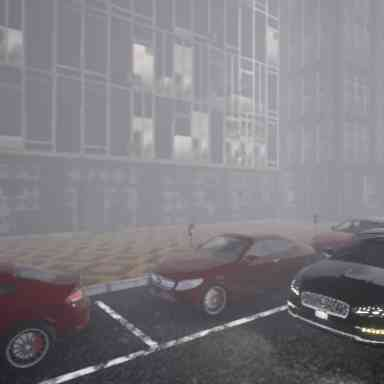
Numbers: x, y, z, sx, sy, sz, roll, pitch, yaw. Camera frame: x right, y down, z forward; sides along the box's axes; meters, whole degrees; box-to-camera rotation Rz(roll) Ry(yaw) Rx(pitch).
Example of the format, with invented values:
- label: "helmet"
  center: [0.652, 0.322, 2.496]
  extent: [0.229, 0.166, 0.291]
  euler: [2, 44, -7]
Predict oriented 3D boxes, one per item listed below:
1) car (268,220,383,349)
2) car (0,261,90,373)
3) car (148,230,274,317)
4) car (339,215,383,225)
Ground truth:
- label: "car"
  center: [3.799, 1.455, 6.089]
  extent: [4.892, 1.490, 1.837]
  euler: [-1, 0, -36]
- label: "car"
  center: [-3.435, 1.586, 4.097]
  extent: [4.206, 1.307, 1.802]
  euler: [-1, 1, -36]
- label: "car"
  center: [1.081, 1.544, 7.320]
  extent: [4.206, 1.307, 1.802]
  euler: [-1, 1, -36]
- label: "car"
  center: [5.596, 1.463, 10.541]
  extent: [4.507, 1.381, 1.887]
  euler: [-1, 1, -36]
